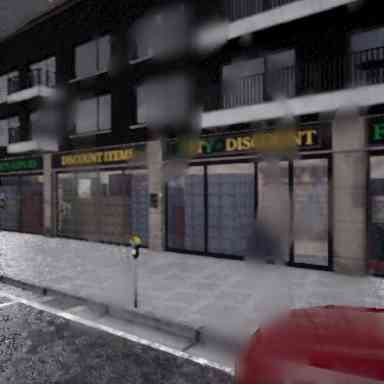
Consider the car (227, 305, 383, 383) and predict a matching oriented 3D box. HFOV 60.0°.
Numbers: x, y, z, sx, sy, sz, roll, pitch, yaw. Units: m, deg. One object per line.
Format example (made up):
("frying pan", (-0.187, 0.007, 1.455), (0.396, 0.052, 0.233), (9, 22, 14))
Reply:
("car", (2.475, 1.285, 1.366), (5.009, 1.841, 2.192), (0, 0, 35))
